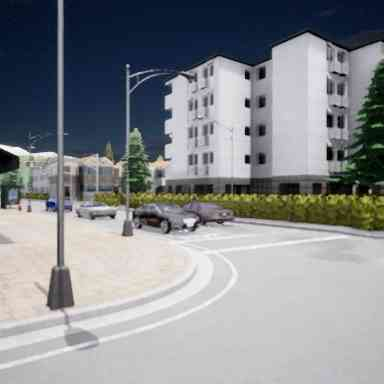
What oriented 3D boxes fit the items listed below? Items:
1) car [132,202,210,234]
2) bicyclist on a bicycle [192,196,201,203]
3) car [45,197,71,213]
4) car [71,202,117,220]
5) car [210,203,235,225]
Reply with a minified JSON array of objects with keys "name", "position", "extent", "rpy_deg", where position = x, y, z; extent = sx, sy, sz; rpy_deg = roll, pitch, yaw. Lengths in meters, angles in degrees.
[{"name":"car","position":[-1.533,1.321,17.947],"extent":[2.128,1.511,4.902],"rpy_deg":[0,0,-36]},{"name":"bicyclist on a bicycle","position":[0.316,1.135,28.061],"extent":[1.656,1.620,0.582],"rpy_deg":[0,0,-36]},{"name":"car","position":[-13.964,1.307,34.884],"extent":[1.882,1.535,5.008],"rpy_deg":[0,0,-36]},{"name":"car","position":[-7.619,1.430,26.223],"extent":[1.895,1.301,4.718],"rpy_deg":[0,0,-36]},{"name":"car","position":[0.390,1.380,21.761],"extent":[2.033,1.411,5.357],"rpy_deg":[0,0,-38]}]
